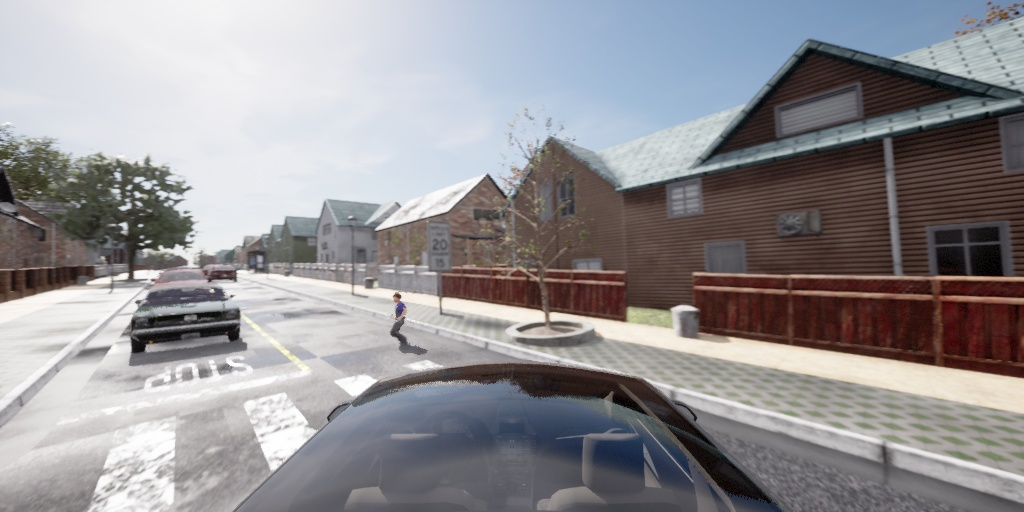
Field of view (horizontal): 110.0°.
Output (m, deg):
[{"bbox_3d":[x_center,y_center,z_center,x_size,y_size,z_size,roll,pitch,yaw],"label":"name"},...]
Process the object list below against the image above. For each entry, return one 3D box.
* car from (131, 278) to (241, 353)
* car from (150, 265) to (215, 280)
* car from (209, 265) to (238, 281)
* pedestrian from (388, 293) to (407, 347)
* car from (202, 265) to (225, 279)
[{"bbox_3d":[-8.402,1.419,9.298,1.895,1.301,4.718,0,0,-43],"label":"car"},{"bbox_3d":[-15.366,1.381,16.715,1.882,1.535,5.008,0,0,-43],"label":"car"},{"bbox_3d":[-26.339,1.556,32.593,1.882,1.535,5.008,0,0,-43],"label":"car"},{"bbox_3d":[-2.464,1.349,7.891,0.375,1.300,0.375,4,-6,-43],"label":"pedestrian"},{"bbox_3d":[-33.985,1.730,40.754,1.812,1.442,4.674,0,-1,-43],"label":"car"}]
